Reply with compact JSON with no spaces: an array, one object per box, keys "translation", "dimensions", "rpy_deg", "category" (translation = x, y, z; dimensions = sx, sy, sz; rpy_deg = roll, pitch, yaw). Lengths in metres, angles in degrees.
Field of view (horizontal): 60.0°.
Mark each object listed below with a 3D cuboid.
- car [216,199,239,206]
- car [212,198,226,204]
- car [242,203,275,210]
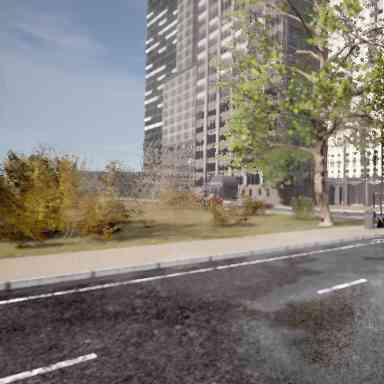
[{"translation":[6.864,2.010,65.272],"dimensions":[1.895,1.301,4.718],"rpy_deg":[2,-1,-34],"category":"car"},{"translation":[4.369,1.859,63.206],"dimensions":[1.812,1.442,4.674],"rpy_deg":[2,-1,-33],"category":"car"},{"translation":[9.709,1.818,49.161],"dimensions":[2.033,1.411,5.357],"rpy_deg":[2,-1,-34],"category":"car"}]
